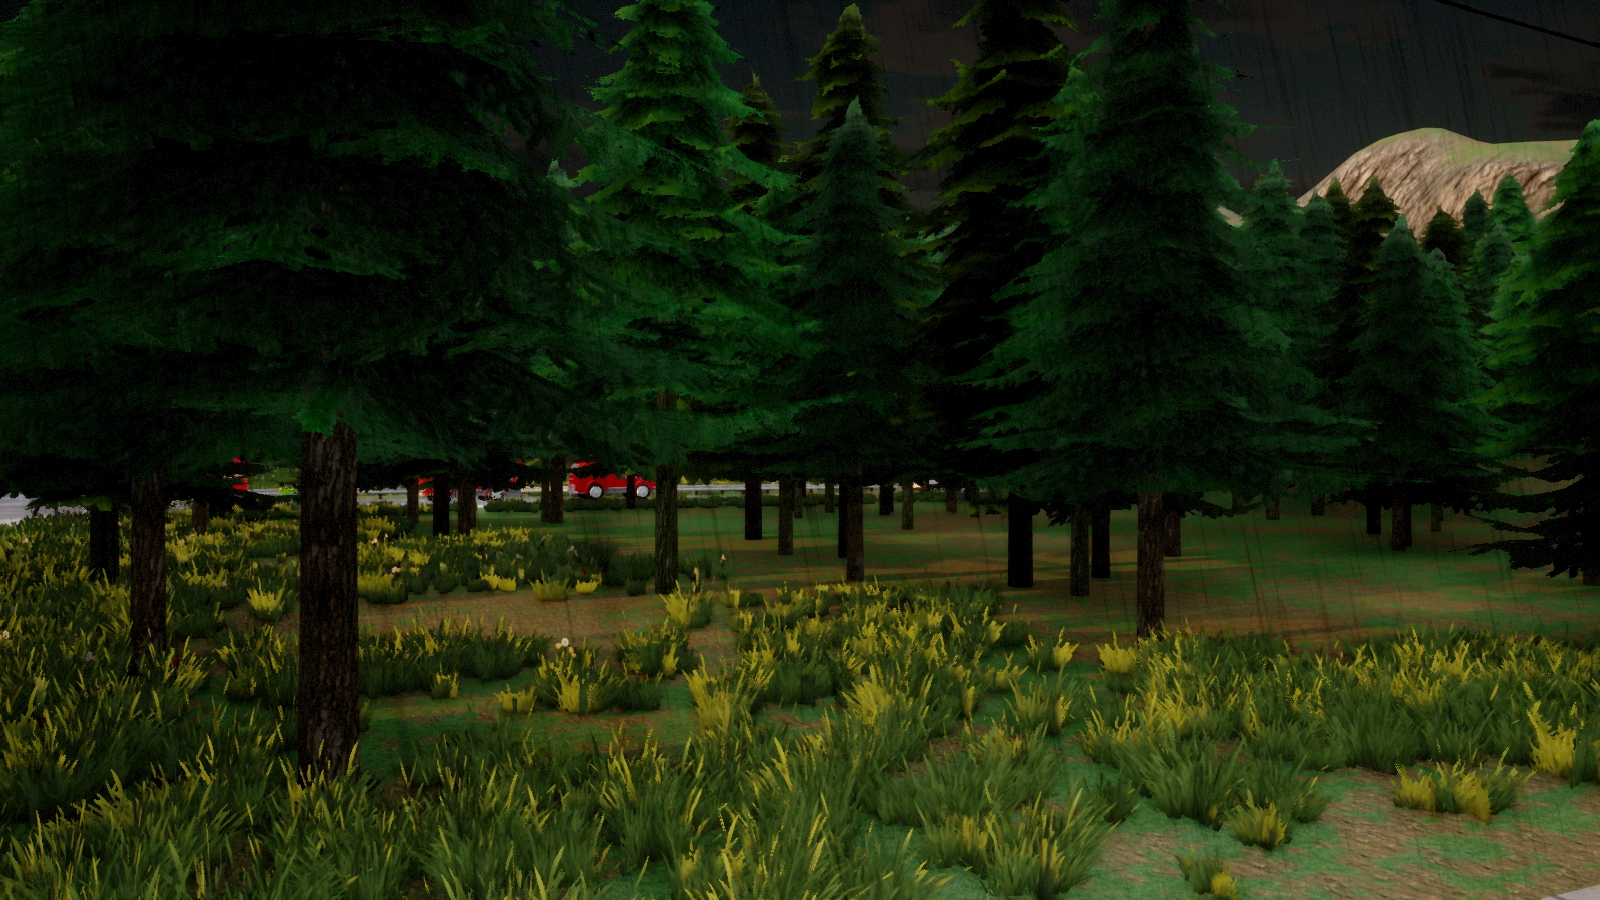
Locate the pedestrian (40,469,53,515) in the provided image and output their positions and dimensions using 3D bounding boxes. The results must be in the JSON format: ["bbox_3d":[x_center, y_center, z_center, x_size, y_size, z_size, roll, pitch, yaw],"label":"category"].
[{"bbox_3d":[-30.253,1.685,45.858,0.375,1.860,0.375,0,0,-25],"label":"pedestrian"}]
